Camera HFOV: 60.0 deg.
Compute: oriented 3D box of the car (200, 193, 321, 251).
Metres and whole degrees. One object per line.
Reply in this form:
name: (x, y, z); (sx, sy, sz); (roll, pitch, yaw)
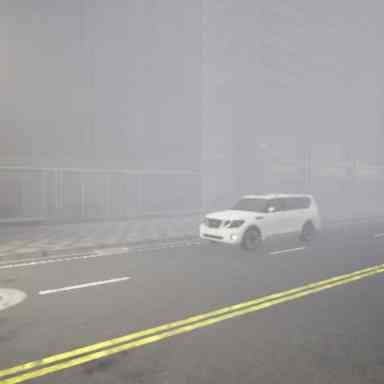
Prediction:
car: (2.981, 1.097, 13.645); (5.566, 2.045, 2.150); (-1, 1, -35)
